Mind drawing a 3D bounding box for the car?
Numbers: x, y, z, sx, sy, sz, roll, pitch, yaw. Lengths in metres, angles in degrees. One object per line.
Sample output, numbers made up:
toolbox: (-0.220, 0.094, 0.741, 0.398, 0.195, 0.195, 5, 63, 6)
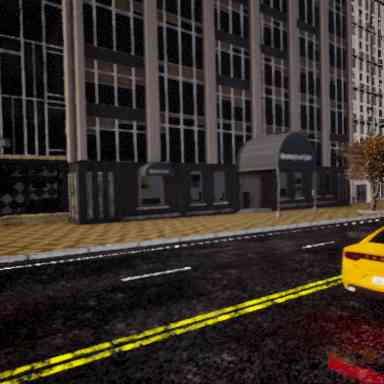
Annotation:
car: (5.274, 1.358, 7.205, 5.008, 1.535, 1.882, -1, 1, -36)
